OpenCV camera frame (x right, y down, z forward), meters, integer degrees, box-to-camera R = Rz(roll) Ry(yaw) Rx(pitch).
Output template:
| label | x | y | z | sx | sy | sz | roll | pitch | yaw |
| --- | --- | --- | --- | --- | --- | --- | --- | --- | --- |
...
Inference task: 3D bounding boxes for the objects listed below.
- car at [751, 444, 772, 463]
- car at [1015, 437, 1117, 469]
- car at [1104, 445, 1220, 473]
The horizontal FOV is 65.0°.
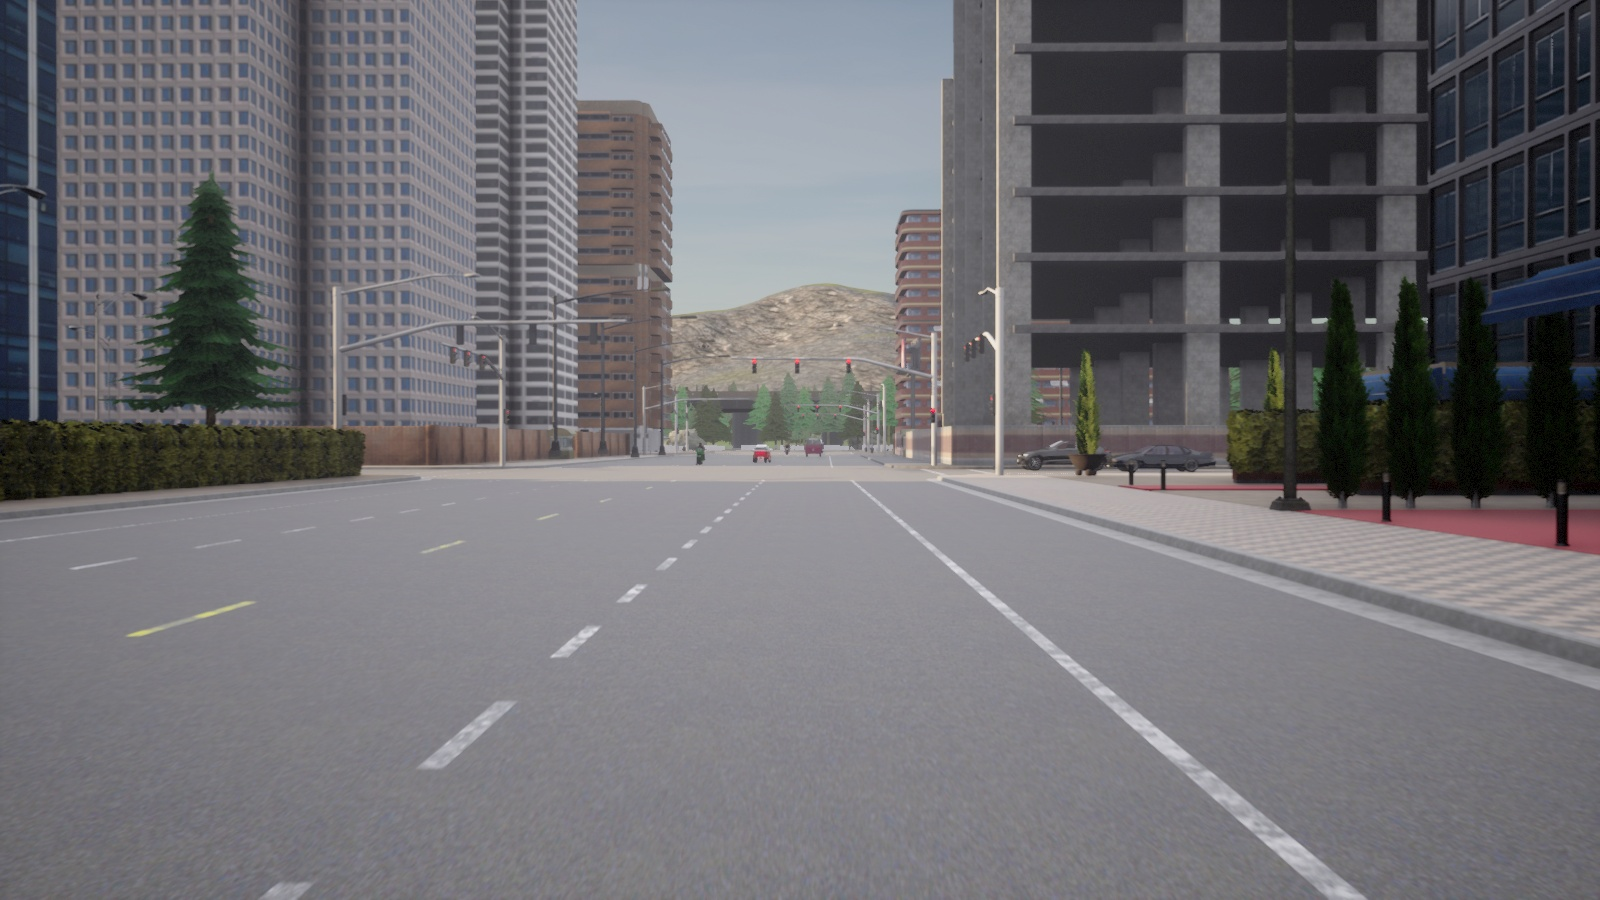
| label | x | y | z | sx | sy | sz | roll | pitch | yaw |
| --- | --- | --- | --- | --- | --- | --- | --- | --- | --- |
| car | -2.902 | 0.262 | 95.258 | 1.481 | 1.376 | 2.207 | 0 | 1 | 1 |
| car | 14.268 | 0.155 | 67.640 | 5.027 | 1.651 | 2.152 | 0 | 0 | 1 |
| car | 18.417 | 0.448 | 64.091 | 5.357 | 1.411 | 2.033 | 0 | 0 | 1 |
